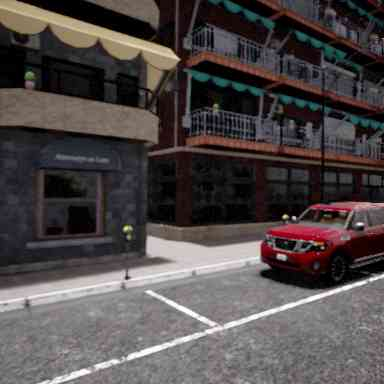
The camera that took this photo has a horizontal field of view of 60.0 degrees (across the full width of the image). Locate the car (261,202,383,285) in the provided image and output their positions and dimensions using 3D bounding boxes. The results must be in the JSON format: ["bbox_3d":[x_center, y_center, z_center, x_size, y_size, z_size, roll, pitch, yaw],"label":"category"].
[{"bbox_3d":[4.239,1.257,9.576,5.009,1.841,2.192,0,1,-36],"label":"car"}]
